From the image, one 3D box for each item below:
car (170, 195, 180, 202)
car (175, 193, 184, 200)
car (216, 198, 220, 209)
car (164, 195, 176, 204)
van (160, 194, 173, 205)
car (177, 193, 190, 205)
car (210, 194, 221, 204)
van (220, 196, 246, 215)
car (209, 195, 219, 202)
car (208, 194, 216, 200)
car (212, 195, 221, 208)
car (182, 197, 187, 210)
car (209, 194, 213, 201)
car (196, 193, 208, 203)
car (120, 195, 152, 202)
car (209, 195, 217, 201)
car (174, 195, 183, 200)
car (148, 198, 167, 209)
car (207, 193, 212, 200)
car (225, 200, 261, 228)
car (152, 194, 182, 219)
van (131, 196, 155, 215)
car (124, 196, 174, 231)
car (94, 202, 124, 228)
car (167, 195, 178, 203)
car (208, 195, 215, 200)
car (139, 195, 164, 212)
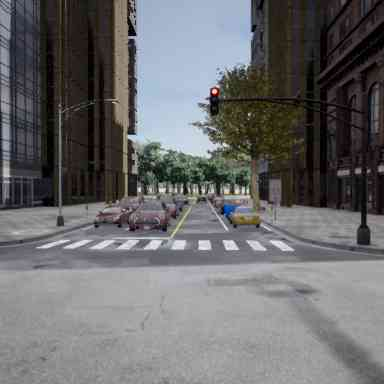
[{"bbox_3d":[-3.751,1.446,73.026,1.802,1.307,4.206,0,0,2],"label":"car"},{"bbox_3d":[-3.293,1.128,90.058,2.192,1.841,5.009,0,0,2],"label":"car"},{"bbox_3d":[3.696,1.531,33.061,1.947,1.339,4.313,-1,0,2],"label":"car"},{"bbox_3d":[-4.059,1.336,61.671,1.967,1.590,4.097,0,0,2],"label":"car"},{"bbox_3d":[-4.214,1.252,55.993,1.690,1.788,3.998,0,0,2],"label":"van"},{"bbox_3d":[-1.452,1.423,55.743,1.837,1.490,4.892,0,0,2],"label":"car"},{"bbox_3d":[4.157,1.471,50.092,1.887,1.381,4.507,-1,0,2],"label":"car"},{"bbox_3d":[3.540,1.316,27.383,1.690,1.788,3.998,-1,0,2],"label":"van"},{"bbox_3d":[4.771,1.415,72.800,2.008,1.369,4.403,0,0,2],"label":"car"},{"bbox_3d":[5.082,1.355,84.324,1.752,1.417,4.829,0,0,2],"label":"car"},{"bbox_3d":[4.008,1.466,44.585,1.752,1.417,4.829,-1,0,2],"label":"car"},{"bbox_3d":[-1.993,1.554,39.109,1.895,1.301,4.718,0,0,2],"label":"car"},{"bbox_3d":[4.310,1.462,55.769,2.008,1.369,4.403,-1,0,2],"label":"car"},{"bbox_3d":[1.926,1.389,65.851,1.837,1.490,4.892,0,0,2],"label":"car"},{"bbox_3d":[-4.983,1.290,27.605,2.192,1.841,5.009,-1,0,2],"label":"car"},{"bbox_3d":[4.925,1.429,78.478,1.802,1.307,4.206,0,0,2],"label":"car"},{"bbox_3d":[-3.444,1.375,84.381,1.887,1.381,4.507,0,0,2],"label":"car"},{"bbox_3d":[-4.519,1.491,44.639,2.008,1.369,4.403,-1,0,2],"label":"car"},{"bbox_3d":[4.462,1.211,61.446,2.192,1.841,5.009,-1,0,2],"label":"car"},{"bbox_3d":[3.393,1.508,21.875,1.752,1.417,4.829,-1,0,2],"label":"car"},{"bbox_3d":[-2.270,1.324,28.993,2.097,1.767,4.553,0,0,2],"label":"car"},{"bbox_3d":[-4.828,1.306,33.283,1.690,1.788,3.998,-1,0,2],"label":"van"},{"bbox_3d":[-2.452,1.337,20.183,2.097,1.767,4.553,0,0,0],"label":"car"},{"bbox_3d":[-5.133,1.565,21.927,1.802,1.307,4.206,-1,0,2],"label":"car"},{"bbox_3d":[-3.905,1.425,67.349,1.887,1.381,4.507,0,0,2],"label":"car"},{"bbox_3d":[5.232,1.379,89.832,1.947,1.339,4.313,0,0,2],"label":"car"},{"bbox_3d":[-4.675,1.269,38.961,2.192,1.841,5.009,-1,0,2],"label":"car"}]
